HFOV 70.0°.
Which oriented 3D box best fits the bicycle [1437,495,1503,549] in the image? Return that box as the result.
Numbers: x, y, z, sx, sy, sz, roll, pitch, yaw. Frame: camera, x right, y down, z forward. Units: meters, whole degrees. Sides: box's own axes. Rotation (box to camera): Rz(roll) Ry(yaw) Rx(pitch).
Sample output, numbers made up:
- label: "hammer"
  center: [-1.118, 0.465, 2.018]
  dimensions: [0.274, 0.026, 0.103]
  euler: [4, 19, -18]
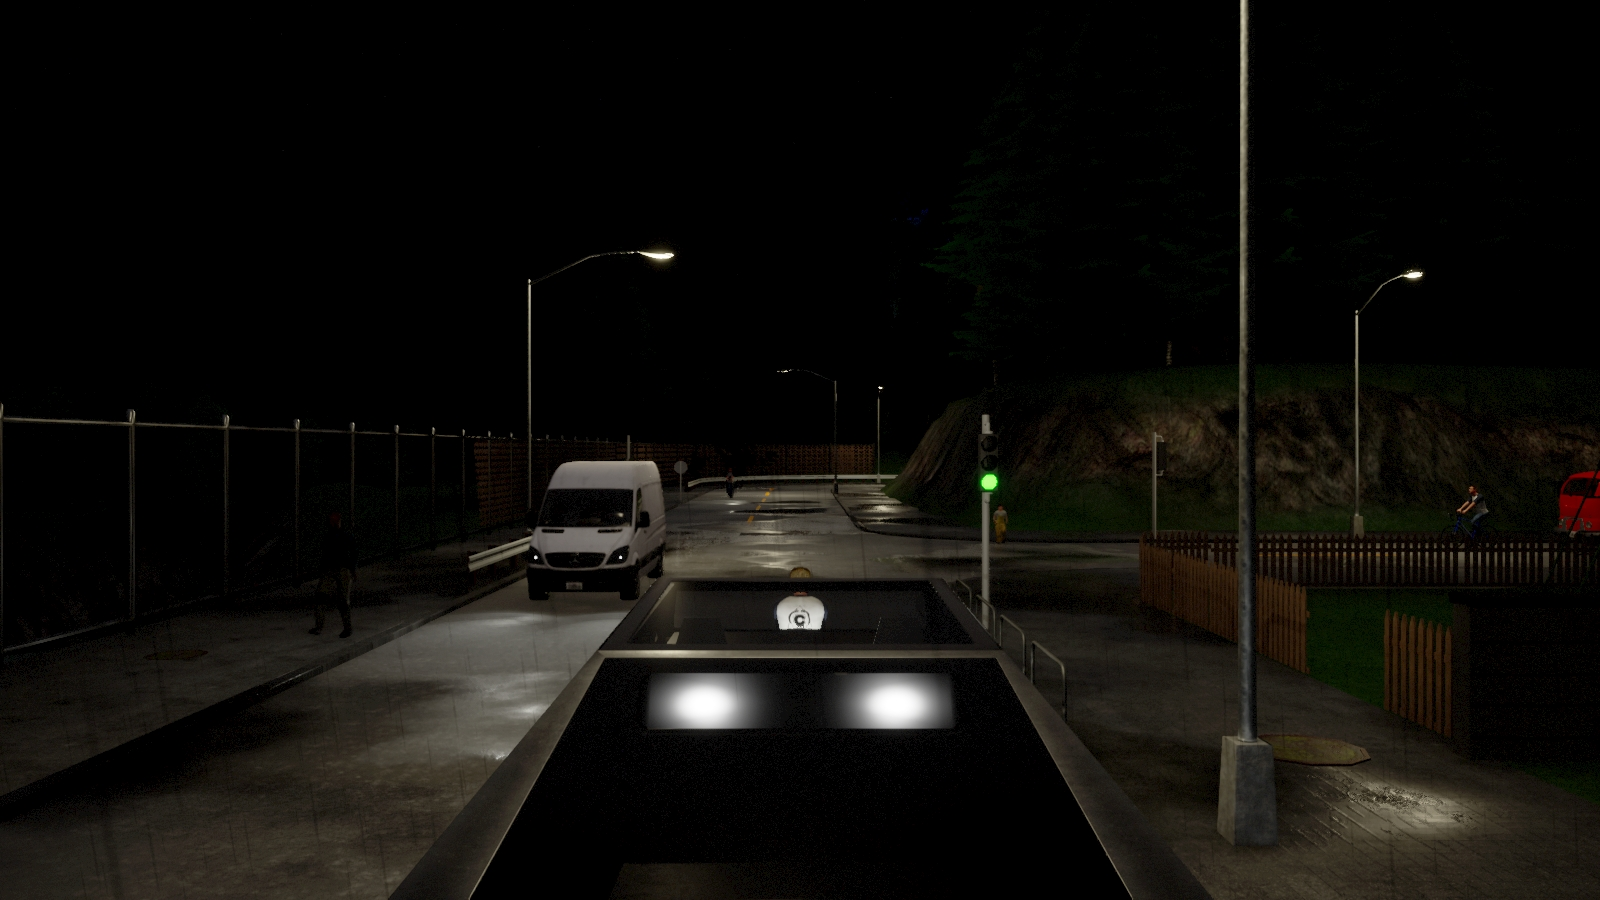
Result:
- label: "bicycle"
  center: [18.925, 2.043, 32.290]
  dimensions: [1.643, 1.496, 0.373]
  euler: [0, 0, 0]

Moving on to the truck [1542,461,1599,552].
- label: "truck"
  center: [24.435, 1.556, 32.287]
  dimensions: [5.204, 2.467, 2.627]
  euler: [0, 0, 0]

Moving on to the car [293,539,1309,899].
- label: "car"
  center: [0.002, 1.749, 5.826]
  dimensions: [2.390, 2.098, 6.274]
  euler: [0, 0, 0]

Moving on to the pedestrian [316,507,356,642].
- label: "pedestrian"
  center: [-6.536, 1.738, 16.097]
  dimensions: [0.375, 1.860, 0.375]
  euler: [0, 0, 13]

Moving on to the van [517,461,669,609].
- label: "van"
  center: [-3.991, 1.526, 23.120]
  dimensions: [1.988, 2.561, 5.915]
  euler: [0, 0, 0]

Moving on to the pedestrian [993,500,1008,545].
- label: "pedestrian"
  center: [5.893, 2.116, 33.559]
  dimensions: [0.375, 1.300, 0.375]
  euler: [0, 0, 0]
